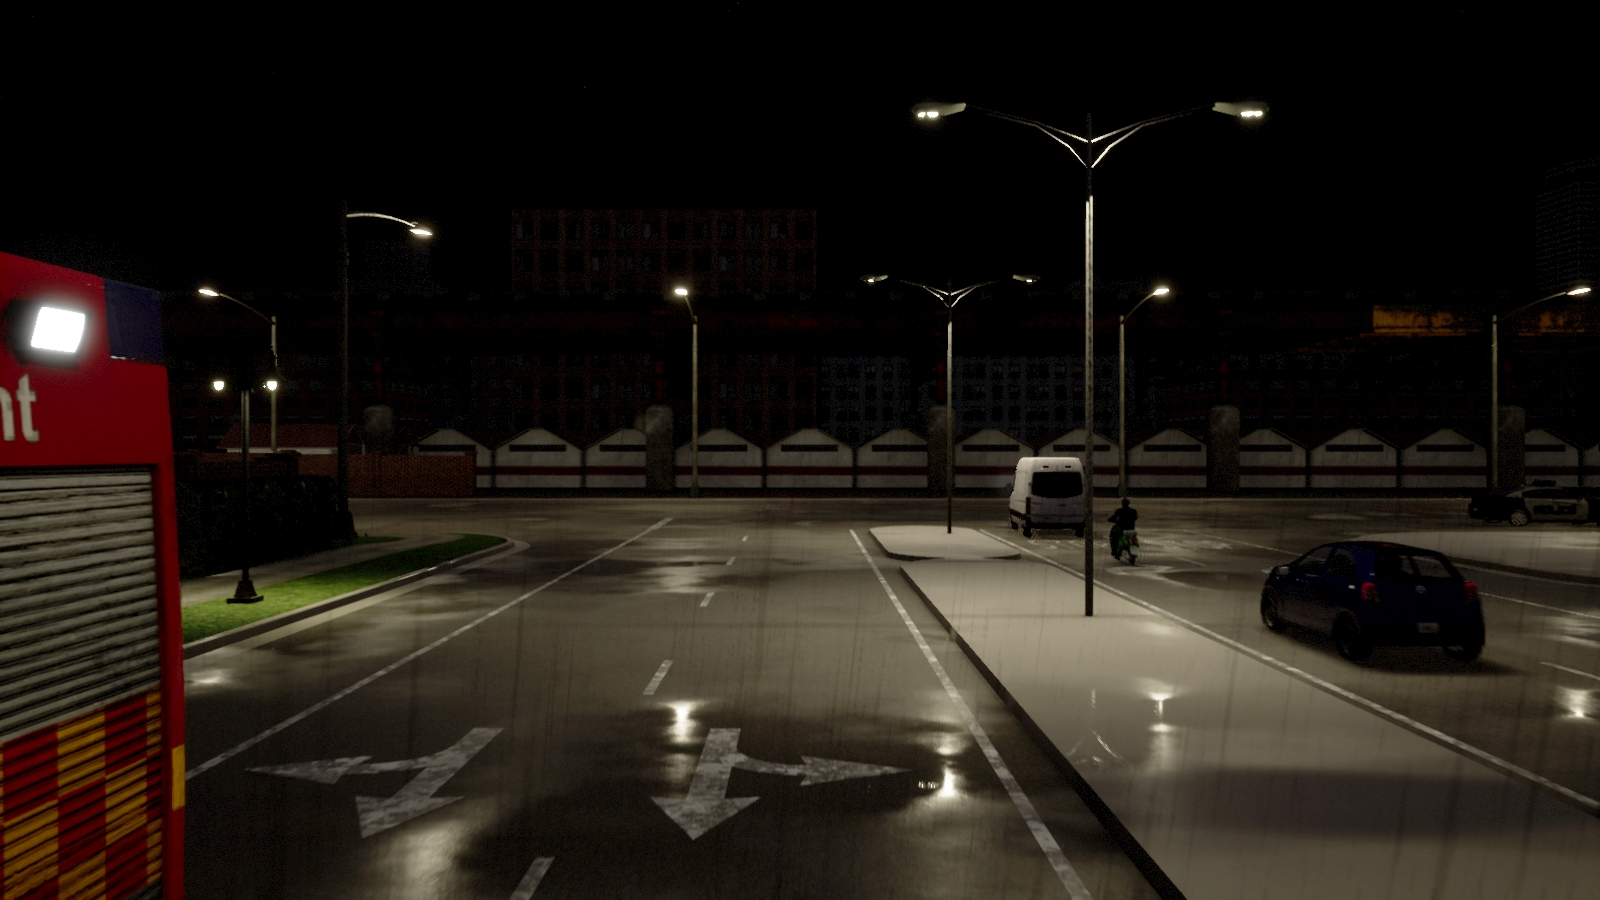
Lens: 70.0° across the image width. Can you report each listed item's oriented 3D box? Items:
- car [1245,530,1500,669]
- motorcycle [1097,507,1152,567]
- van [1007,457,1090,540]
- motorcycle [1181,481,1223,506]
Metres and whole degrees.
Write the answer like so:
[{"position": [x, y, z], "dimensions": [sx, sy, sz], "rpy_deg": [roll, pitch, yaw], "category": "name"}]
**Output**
[{"position": [8.012, 2.036, 16.393], "dimensions": [1.845, 1.501, 3.633], "rpy_deg": [0, 0, 0], "category": "car"}, {"position": [8.008, 2.125, 28.250], "dimensions": [0.856, 1.341, 1.805], "rpy_deg": [0, 0, 0], "category": "motorcycle"}, {"position": [8.350, 1.528, 38.876], "dimensions": [1.988, 2.561, 5.915], "rpy_deg": [0, 0, 5], "category": "van"}, {"position": [20.079, 2.173, 57.053], "dimensions": [1.805, 1.236, 0.856], "rpy_deg": [0, 0, 0], "category": "motorcycle"}]
